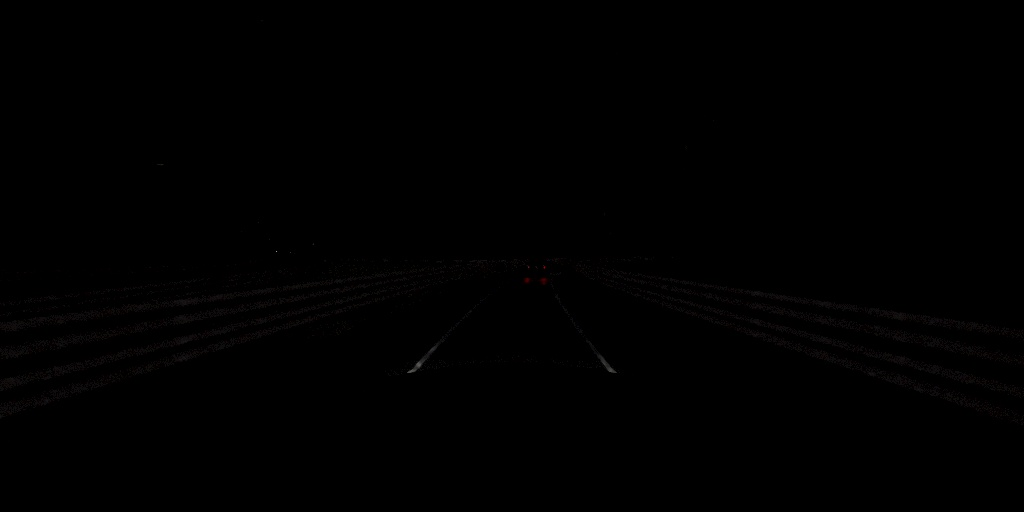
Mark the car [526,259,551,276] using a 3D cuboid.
[{"bbox_3d":[2.761,1.098,36.626,2.097,1.767,4.553,0,0,12],"label":"car"}]
